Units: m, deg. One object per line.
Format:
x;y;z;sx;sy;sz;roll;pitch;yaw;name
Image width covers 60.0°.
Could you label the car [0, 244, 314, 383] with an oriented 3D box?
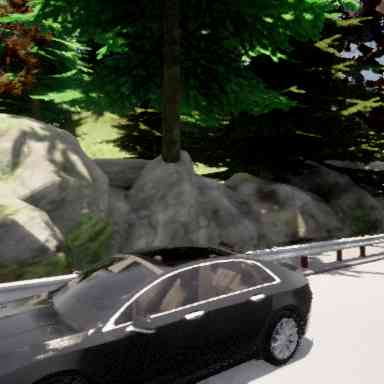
-0.432;1.527;4.298;4.892;1.490;1.837;1;0;-35;car
